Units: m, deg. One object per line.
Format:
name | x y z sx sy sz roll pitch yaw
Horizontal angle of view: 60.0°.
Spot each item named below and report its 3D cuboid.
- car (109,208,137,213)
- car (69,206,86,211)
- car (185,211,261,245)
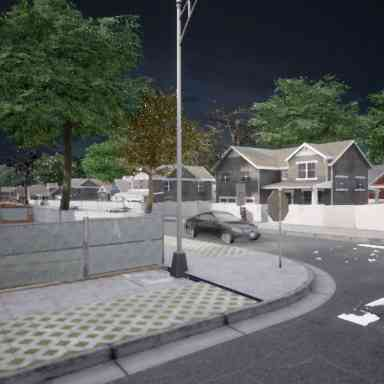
car | -5.398 1.967 26.503 1.994 1.385 4.181 0 -1 -36
car | -13.366 2.219 37.493 1.895 1.301 4.718 0 -1 -36
car | 1.403 1.737 17.153 1.812 1.442 4.674 0 -1 -36
